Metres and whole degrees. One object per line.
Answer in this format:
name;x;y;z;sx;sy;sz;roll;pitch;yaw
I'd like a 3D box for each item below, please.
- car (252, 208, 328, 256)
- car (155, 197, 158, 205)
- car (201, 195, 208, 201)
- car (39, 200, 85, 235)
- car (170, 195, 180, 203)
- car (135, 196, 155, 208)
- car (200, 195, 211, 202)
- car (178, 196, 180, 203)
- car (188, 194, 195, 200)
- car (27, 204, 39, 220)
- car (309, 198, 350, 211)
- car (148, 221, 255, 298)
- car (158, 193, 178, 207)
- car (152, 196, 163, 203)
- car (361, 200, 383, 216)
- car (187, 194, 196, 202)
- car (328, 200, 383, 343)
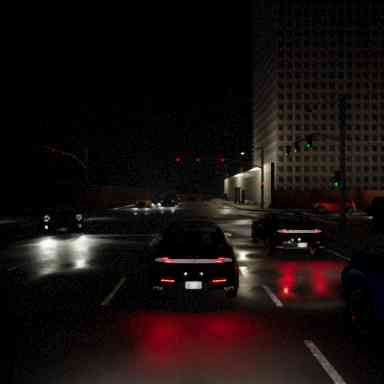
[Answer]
car;3.562;1.492;13.128;2.128;1.511;4.902;0;0;0
car;-7.166;1.478;58.604;1.882;1.535;5.008;0;0;0
car;3.370;1.500;89.134;1.837;1.490;4.892;0;0;0
car;-7.493;1.361;19.124;2.097;1.767;4.553;0;0;-24
car;-3.604;1.478;71.135;1.882;1.535;5.008;0;0;0
car;-7.163;1.478;49.282;1.882;1.535;5.008;0;0;0
car;3.385;1.524;78.828;1.812;1.442;4.674;0;0;0
car;-3.651;1.221;60.987;2.150;2.045;5.566;0;0;0
car;-0.130;1.328;89.033;1.837;1.490;4.892;0;0;0
car;-11.626;1.559;28.478;4.674;1.442;1.812;-1;0;0
car;14.981;1.407;35.769;4.553;1.767;2.097;0;0;0
car;0.044;1.492;8.510;2.128;1.511;4.902;0;0;0
car;-3.661;1.352;51.398;2.097;1.767;4.553;0;0;0
car;-7.101;1.601;68.767;1.895;1.301;4.718;0;0;0
car;19.366;1.533;32.284;5.008;1.535;1.882;0;0;0
car;-0.115;1.347;78.781;2.097;1.767;4.553;0;0;0
car;3.595;1.221;3.283;2.150;2.045;5.566;0;0;0
